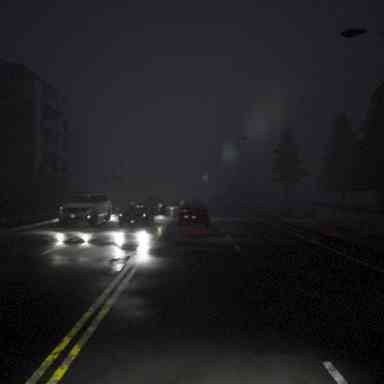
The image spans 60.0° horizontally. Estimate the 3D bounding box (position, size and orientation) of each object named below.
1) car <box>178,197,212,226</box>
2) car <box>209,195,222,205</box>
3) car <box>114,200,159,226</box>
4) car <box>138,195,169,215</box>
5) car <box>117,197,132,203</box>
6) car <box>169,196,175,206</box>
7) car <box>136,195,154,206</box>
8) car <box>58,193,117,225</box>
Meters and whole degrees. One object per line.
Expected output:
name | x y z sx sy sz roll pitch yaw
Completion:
car | 0.104 1.336 22.350 1.882 1.535 5.008 0 0 0
car | 3.506 1.176 50.043 2.128 1.511 4.902 0 0 0
car | -3.589 1.460 22.273 1.895 1.301 4.718 0 0 0
car | -3.584 1.154 31.319 2.097 1.767 4.553 0 0 0
car | -7.081 1.274 33.899 2.128 1.511 4.902 0 1 0
car | -3.520 1.226 47.290 1.812 1.442 4.674 0 0 0
car | -6.994 1.237 50.194 2.033 1.411 5.357 0 0 0
car | -7.150 1.076 22.924 2.150 2.045 5.566 0 0 2
